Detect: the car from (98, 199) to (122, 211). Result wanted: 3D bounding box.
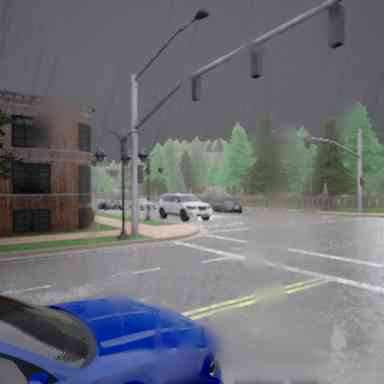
[{"bbox_3d":[-9.417,1.485,38.693,1.994,1.385,4.181,0,0,-34],"label":"car"}]

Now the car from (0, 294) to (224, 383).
[{"bbox_3d":[-1.999,1.480,2.316,5.008,1.535,1.882,0,0,-35],"label":"car"}]

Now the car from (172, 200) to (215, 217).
[{"bbox_3d":[0.069,1.466,31.131,1.994,1.385,4.181,0,0,-35],"label":"car"}]

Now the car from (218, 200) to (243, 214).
[{"bbox_3d":[3.097,1.446,33.232,1.994,1.385,4.181,0,0,-35],"label":"car"}]

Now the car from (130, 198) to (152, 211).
[{"bbox_3d":[-5.859,1.428,39.695,1.812,1.442,4.674,0,1,-35],"label":"car"}]

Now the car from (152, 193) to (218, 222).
[{"bbox_3d":[-0.697,1.143,26.148,2.150,2.045,5.566,0,0,-33],"label":"car"}]
